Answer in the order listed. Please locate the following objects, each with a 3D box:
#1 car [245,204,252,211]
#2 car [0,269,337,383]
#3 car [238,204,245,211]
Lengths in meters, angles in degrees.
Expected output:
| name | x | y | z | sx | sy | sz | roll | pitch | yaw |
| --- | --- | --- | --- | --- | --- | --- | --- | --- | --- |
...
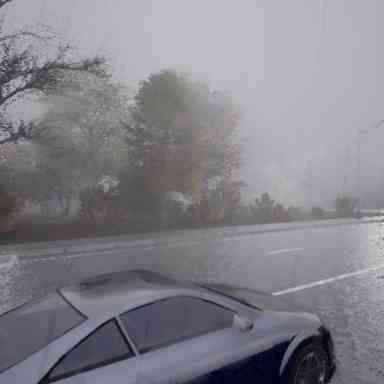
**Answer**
| name | x | y | z | sx | sy | sz | roll | pitch | yaw |
| --- | --- | --- | --- | --- | --- | --- | --- | --- | --- |
| car | 10.727 | 3.193 | 69.484 | 2.128 | 1.511 | 4.902 | 0 | -3 | -32 |
| car | -0.372 | 1.566 | 3.488 | 4.181 | 1.385 | 1.994 | 0 | 0 | -35 |
| car | 7.745 | 3.192 | 67.644 | 2.128 | 1.511 | 4.902 | 0 | -3 | -32 |
